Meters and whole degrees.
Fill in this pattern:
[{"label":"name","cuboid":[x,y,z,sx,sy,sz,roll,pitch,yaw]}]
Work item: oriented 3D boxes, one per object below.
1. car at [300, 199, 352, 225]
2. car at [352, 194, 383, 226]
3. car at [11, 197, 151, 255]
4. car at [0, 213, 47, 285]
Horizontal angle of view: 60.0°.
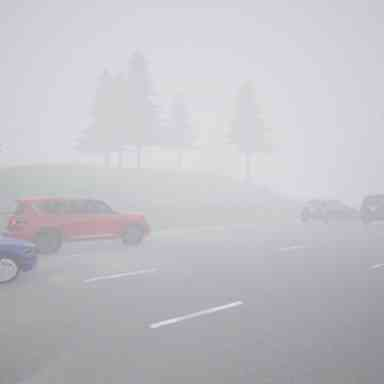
[{"label":"car","cuboid":[9.808,1.289,23.666,4.553,1.767,2.097,0,0,-36]},{"label":"car","cuboid":[13.178,1.157,21.774,5.566,2.045,2.150,0,0,-36]},{"label":"car","cuboid":[-4.432,1.211,13.481,5.566,2.045,2.150,0,0,-35]},{"label":"car","cuboid":[-6.355,1.479,7.812,5.008,1.535,1.882,0,0,-35]}]
